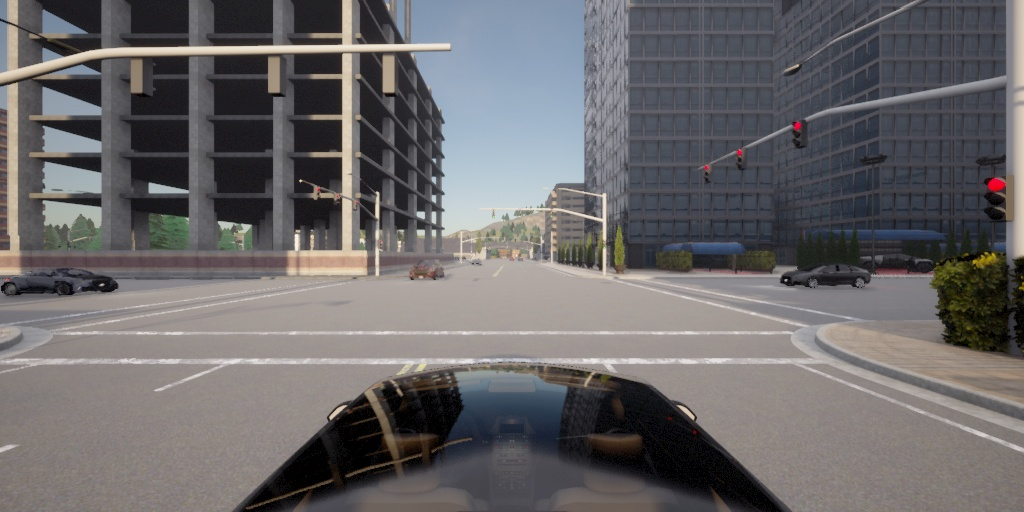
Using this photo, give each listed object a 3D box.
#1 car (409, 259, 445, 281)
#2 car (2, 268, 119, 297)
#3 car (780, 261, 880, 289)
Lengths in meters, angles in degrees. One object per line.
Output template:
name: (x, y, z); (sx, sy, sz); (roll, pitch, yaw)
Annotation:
car: (-7.009, 1.046, 29.867); (2.097, 1.767, 4.553); (0, 0, 0)
car: (-23.214, 1.312, 18.560); (4.181, 1.385, 1.994); (0, 0, 0)
car: (19.742, 1.251, 22.690); (4.892, 1.490, 1.837); (-1, 0, 0)
